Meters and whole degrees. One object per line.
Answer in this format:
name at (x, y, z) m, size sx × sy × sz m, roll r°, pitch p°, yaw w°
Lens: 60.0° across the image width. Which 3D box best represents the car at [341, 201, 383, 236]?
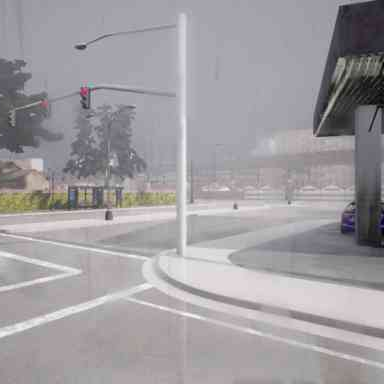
car at (9.458, 1.295, 17.721) m, size 2.242 × 1.667 × 4.611 m, roll 0°, pitch 0°, yaw 37°
